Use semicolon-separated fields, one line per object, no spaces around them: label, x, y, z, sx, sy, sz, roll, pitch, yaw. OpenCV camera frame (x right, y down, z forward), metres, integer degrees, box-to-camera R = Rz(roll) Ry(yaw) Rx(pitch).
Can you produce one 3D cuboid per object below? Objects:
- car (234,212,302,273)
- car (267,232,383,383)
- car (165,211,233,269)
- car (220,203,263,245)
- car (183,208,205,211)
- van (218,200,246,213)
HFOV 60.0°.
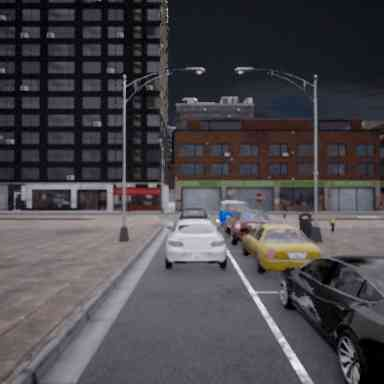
car;2.642;1.578;10.674;1.752;1.417;4.829;0;0;0
car;2.642;1.590;5.030;1.947;1.339;4.313;0;0;0
car;0.091;1.582;11.277;1.812;1.442;4.674;0;-1;-1
car;2.642;1.521;15.978;1.967;1.590;4.097;0;0;0
car;0.110;1.652;20.165;2.033;1.411;5.357;0;0;1
van;2.643;1.452;21.453;1.690;1.788;3.998;0;0;0
